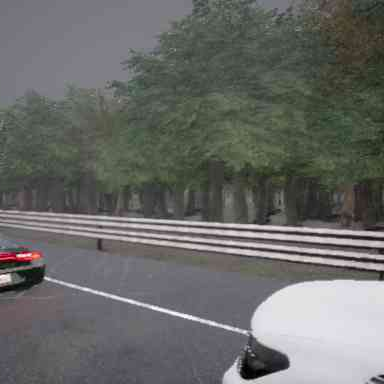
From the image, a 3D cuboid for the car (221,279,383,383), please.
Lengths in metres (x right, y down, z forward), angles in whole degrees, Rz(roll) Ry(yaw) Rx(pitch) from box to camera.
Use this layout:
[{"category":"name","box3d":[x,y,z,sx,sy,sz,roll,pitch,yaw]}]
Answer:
[{"category":"car","box3d":[2.891,1.221,1.794,5.566,2.045,2.150,0,0,35]}]

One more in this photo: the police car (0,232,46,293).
[{"category":"police car","box3d":[-5.708,1.576,8.064,4.974,1.542,2.038,-1,0,37]}]
